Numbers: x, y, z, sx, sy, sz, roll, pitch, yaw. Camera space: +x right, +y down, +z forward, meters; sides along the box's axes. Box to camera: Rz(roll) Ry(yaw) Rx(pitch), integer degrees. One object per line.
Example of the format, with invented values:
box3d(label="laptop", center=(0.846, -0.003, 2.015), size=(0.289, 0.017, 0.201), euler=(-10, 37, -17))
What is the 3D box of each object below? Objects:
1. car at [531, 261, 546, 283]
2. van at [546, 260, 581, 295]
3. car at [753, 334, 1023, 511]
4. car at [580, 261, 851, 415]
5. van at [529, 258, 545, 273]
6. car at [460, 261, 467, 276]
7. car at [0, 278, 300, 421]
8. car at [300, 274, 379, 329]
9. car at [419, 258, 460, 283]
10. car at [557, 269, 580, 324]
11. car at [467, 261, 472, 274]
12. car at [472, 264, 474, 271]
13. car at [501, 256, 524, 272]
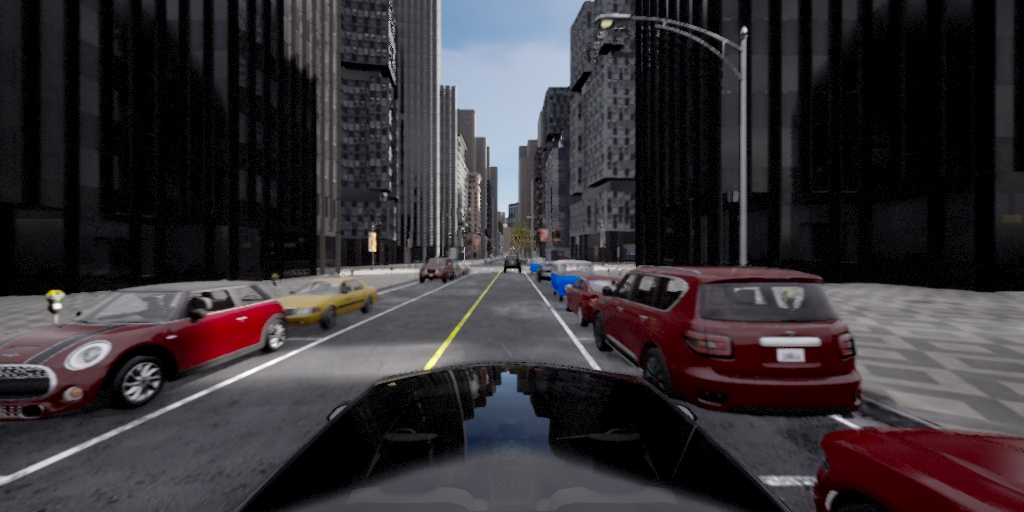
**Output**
box3d(label="car", center=(2.783, 1.315, 27.990), size=(1.948, 1.339, 4.313), euler=(0, 0, 0))
box3d(label="van", center=(2.774, 1.090, 16.965), size=(1.690, 1.789, 3.998), euler=(0, 0, 0))
box3d(label="car", center=(2.761, 1.295, 0.427), size=(1.888, 1.381, 4.507), euler=(0, 0, 0))
box3d(label="car", center=(2.765, 1.065, 5.939), size=(2.192, 1.841, 5.009), euler=(0, 0, 0))
box3d(label="van", center=(2.791, 1.090, 39.015), size=(1.690, 1.789, 3.998), euler=(0, 0, 0))
box3d(label="car", center=(-5.738, 1.299, 33.507), size=(2.007, 1.370, 4.403), euler=(0, 0, 0))
box3d(label="car", center=(-5.760, 1.189, 5.941), size=(1.967, 1.591, 4.097), euler=(0, 0, 0))
box3d(label="car", center=(-5.756, 1.274, 11.284), size=(1.751, 1.417, 4.829), euler=(0, 0, 0))
box3d(label="car", center=(-5.743, 1.063, 27.994), size=(2.192, 1.841, 5.009), euler=(0, 0, 0))
box3d(label="car", center=(2.769, 1.295, 11.452), size=(1.888, 1.381, 4.507), euler=(0, 0, 0))
box3d(label="car", center=(-5.734, 1.274, 38.850), size=(1.751, 1.417, 4.829), euler=(0, 0, 0))
box3d(label="car", center=(-5.730, 1.299, 44.532), size=(2.007, 1.370, 4.403), euler=(0, 0, 0))
box3d(label="car", center=(0.078, 0.968, 45.030), size=(2.150, 2.045, 5.566), euler=(0, 0, 0))
